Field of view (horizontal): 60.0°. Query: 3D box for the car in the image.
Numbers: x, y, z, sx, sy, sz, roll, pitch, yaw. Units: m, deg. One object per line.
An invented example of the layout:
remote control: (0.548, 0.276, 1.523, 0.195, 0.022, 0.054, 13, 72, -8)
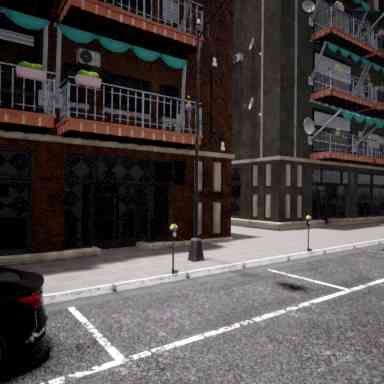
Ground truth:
car: (-3.947, 1.566, 3.747, 4.313, 1.339, 1.947, 0, 1, -35)
